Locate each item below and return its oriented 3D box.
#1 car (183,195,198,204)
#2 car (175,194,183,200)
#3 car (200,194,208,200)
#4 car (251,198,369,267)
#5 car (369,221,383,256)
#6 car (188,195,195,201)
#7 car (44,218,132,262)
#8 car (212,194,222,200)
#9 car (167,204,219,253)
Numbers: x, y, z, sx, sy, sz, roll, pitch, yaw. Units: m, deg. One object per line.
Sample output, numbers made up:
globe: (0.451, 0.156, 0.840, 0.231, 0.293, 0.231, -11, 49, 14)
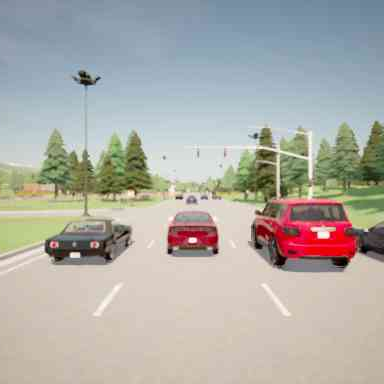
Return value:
car: (-0.027, 1.363, 59.681, 2.097, 1.767, 4.553, 0, 0, 0)
car: (-3.541, 1.485, 90.323, 1.882, 1.535, 5.008, 0, 0, 0)
car: (3.458, 1.532, 90.743, 1.812, 1.442, 4.674, 0, 0, 0)
car: (3.528, 1.225, 11.551, 2.150, 2.045, 5.566, 0, 0, 0)
car: (7.022, 1.550, 10.626, 2.033, 1.411, 5.357, 0, 0, 0)
car: (-0.041, 1.485, 90.324, 1.882, 1.535, 5.008, 0, 0, 0)
car: (-3.466, 1.603, 12.159, 1.895, 1.301, 4.718, 0, 0, 0)
car: (6.959, 1.533, 90.328, 2.128, 1.511, 4.902, 0, 0, 0)
car: (0.045, 1.480, 13.670, 1.882, 1.535, 5.008, 0, 0, 0)
